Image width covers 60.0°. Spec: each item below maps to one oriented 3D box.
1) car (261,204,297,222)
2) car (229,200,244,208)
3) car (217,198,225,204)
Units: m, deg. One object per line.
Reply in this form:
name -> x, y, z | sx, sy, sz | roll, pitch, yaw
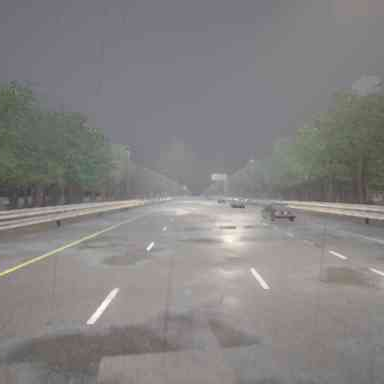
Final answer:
car -> 7.043, 1.655, 27.475 | 2.033, 1.411, 5.357 | 0, 0, 0
car -> 7.162, 1.916, 53.463 | 1.994, 1.385, 4.181 | 0, -1, 0
car -> 7.392, 2.186, 83.888 | 1.812, 1.442, 4.674 | 0, -1, 1
